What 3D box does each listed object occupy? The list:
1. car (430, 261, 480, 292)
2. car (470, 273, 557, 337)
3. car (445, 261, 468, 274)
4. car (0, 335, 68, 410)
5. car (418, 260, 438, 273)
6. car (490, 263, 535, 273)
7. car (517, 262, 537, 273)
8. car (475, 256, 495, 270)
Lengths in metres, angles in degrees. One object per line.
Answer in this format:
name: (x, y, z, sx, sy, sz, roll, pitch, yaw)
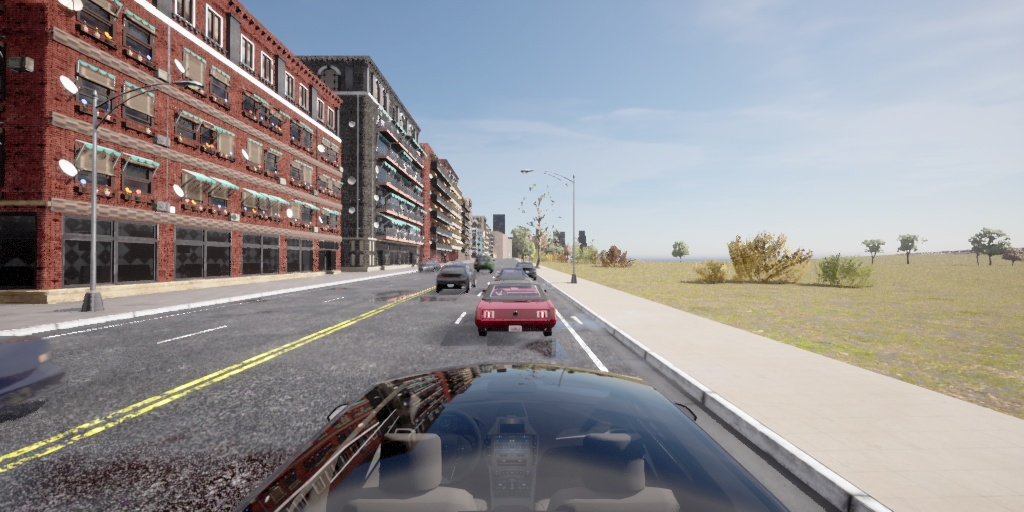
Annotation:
car: (-3.208, 1.260, 21.117, 1.837, 1.490, 4.892, 0, 0, 0)
car: (0.076, 1.352, 10.322, 1.895, 1.301, 4.718, 0, 0, 0)
car: (-6.724, 1.301, 43.768, 2.033, 1.411, 5.357, 0, 0, 0)
car: (-6.601, 1.298, 2.099, 2.033, 1.411, 5.357, 0, 0, 0)
car: (-9.971, 1.245, 43.315, 2.128, 1.511, 4.902, 0, 0, 0)
car: (0.037, 1.317, 20.353, 1.994, 1.385, 4.181, 0, 0, 0)
car: (1.054, 1.259, 30.347, 1.837, 1.490, 4.892, 0, 0, 0)
car: (-3.270, 0.973, 42.837, 2.150, 2.045, 5.566, 0, 0, 0)
